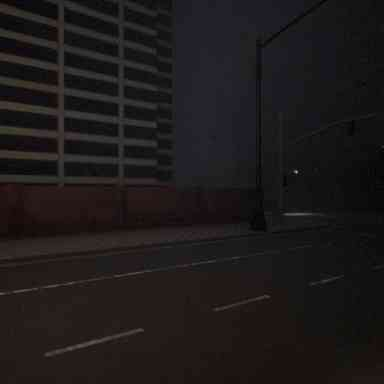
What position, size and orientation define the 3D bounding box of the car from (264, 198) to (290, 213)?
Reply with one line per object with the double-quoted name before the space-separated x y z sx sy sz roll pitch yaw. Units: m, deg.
"car" 8.605 1.505 37.042 1.837 1.490 4.892 0 0 -36
